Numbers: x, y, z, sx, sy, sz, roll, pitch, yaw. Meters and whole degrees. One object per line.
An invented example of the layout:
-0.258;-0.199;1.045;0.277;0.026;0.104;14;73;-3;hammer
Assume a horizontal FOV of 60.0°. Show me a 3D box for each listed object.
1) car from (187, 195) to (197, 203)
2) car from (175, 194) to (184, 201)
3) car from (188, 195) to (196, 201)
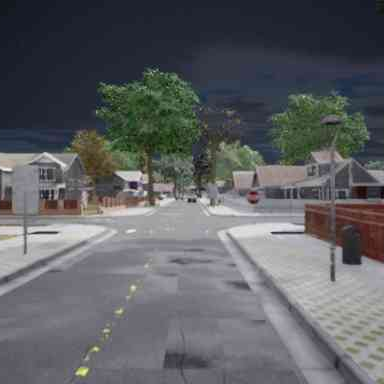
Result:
-0.006;1.539;69.429;1.882;1.535;5.008;0;0;0;car
-2.756;1.189;73.599;1.837;1.490;4.892;0;0;0;car
-0.007;1.485;79.848;1.994;1.385;4.181;0;0;0;car
